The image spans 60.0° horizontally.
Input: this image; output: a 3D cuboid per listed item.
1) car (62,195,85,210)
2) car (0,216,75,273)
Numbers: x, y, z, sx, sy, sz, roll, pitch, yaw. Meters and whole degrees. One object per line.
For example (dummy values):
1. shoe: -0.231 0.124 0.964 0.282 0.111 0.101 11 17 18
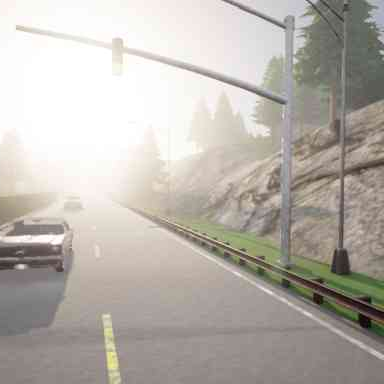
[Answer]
1. car: -12.270 1.054 34.472 1.837 1.490 4.892 1 1 -17
2. car: -4.632 1.434 9.973 1.895 1.301 4.718 1 0 -16
